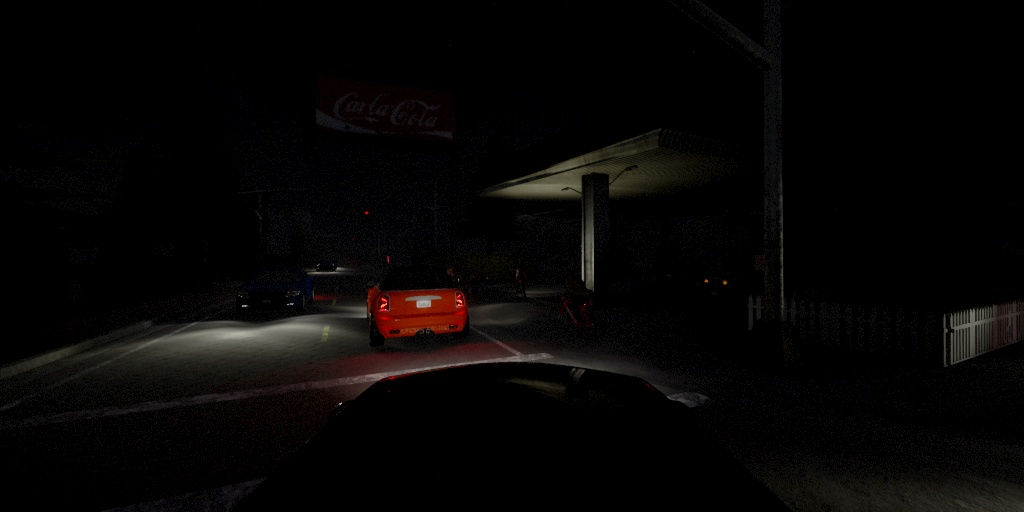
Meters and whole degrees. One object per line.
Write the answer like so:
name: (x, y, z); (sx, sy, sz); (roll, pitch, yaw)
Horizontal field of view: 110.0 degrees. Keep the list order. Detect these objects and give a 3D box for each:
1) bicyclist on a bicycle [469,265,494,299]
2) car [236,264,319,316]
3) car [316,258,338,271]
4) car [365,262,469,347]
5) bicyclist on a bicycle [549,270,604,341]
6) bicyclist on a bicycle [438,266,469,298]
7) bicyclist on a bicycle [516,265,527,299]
bicyclist on a bicycle: (-1.642, 1.295, 17.860); (1.656, 1.620, 0.582); (1, 0, -22)
car: (-8.723, 1.191, 13.559); (1.882, 1.535, 5.008); (1, -1, -24)
car: (-24.188, 1.105, 46.702); (2.097, 1.767, 4.553); (0, 0, -25)
car: (-2.672, 1.022, 9.438); (2.097, 1.767, 4.553); (0, 0, -23)
bicyclist on a bicycle: (1.551, 1.188, 8.824); (0.582, 1.620, 1.656); (3, -2, -44)
bicyclist on a bicycle: (-2.924, 1.267, 16.453); (1.656, 1.620, 0.582); (1, 0, 36)
bicyclist on a bicycle: (0.464, 1.294, 18.014); (0.582, 1.620, 1.656); (0, 0, 15)
